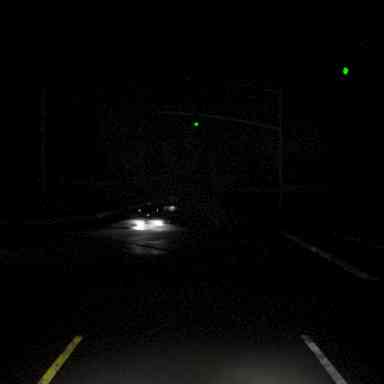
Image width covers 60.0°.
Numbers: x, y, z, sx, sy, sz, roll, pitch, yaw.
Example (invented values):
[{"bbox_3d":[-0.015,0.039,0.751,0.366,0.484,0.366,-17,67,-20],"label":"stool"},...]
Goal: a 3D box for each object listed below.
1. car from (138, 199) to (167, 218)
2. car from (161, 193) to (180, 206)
[{"bbox_3d":[-3.564,1.565,29.307,1.895,1.301,4.718,0,0,0],"label":"car"},{"bbox_3d":[-3.431,1.152,53.190,2.150,2.045,5.566,-1,0,9],"label":"car"}]
